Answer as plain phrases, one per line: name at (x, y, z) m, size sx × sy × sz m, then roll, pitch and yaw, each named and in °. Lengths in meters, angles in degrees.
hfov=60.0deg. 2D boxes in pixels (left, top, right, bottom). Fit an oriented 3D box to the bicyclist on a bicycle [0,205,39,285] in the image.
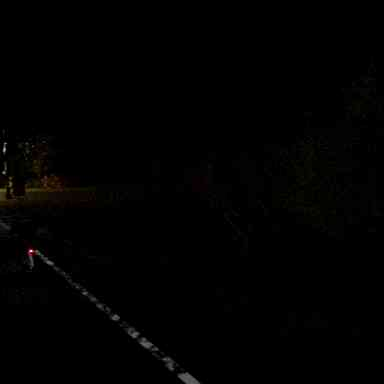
bicyclist on a bicycle at (-3.944, 1.187, 7.847) m, size 0.659 × 1.776 × 1.843 m, roll -4°, pitch 3°, yaw -35°
